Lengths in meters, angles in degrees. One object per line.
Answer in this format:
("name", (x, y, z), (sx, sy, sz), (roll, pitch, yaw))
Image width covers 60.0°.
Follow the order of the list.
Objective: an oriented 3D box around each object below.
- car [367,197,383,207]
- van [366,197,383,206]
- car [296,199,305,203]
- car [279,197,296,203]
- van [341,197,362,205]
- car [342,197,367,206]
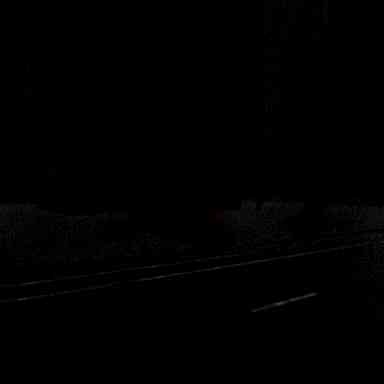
("car", (35.654, 1.886, 60.924), (2.192, 1.841, 5.009), (1, 0, -36))
("van", (39.292, 2.014, 70.500), (1.690, 1.788, 3.998), (1, 0, -36))
("car", (29.393, 2.250, 84.360), (1.802, 1.307, 4.206), (1, -1, -36))
("car", (26.094, 2.250, 88.981), (1.802, 1.307, 4.206), (1, -1, -36))
("van", (35.993, 2.011, 75.120), (1.690, 1.788, 3.998), (1, 0, -36))
("car", (32.352, 2.149, 65.544), (1.802, 1.307, 4.206), (1, 0, -36))
